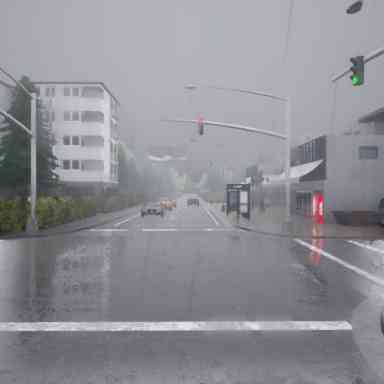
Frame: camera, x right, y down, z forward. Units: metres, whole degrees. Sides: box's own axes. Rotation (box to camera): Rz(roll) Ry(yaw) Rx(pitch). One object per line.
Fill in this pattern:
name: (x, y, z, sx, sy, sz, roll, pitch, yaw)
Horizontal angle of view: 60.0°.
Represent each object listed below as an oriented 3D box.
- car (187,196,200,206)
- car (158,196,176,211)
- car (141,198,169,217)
car: (0.242, 1.505, 54.202, 1.837, 1.490, 4.892, 0, 0, 1)
car: (-3.497, 1.352, 40.733, 2.097, 1.767, 4.553, 0, 0, 0)
car: (-3.527, 1.564, 31.031, 1.994, 1.385, 4.181, 0, 0, 0)
